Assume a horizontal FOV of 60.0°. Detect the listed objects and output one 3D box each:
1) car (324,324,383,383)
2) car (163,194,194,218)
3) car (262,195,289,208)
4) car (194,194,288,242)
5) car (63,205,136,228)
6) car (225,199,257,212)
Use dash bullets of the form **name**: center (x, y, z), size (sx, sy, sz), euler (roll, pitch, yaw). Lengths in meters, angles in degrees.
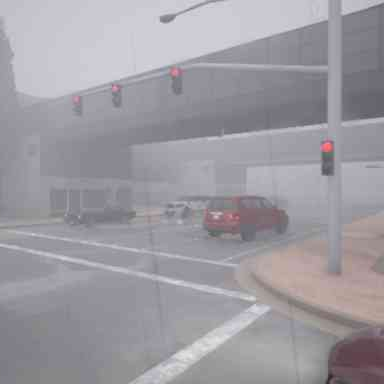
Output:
- **car**: center (3.208, 1.530, 1.850), size (4.674, 1.442, 1.812), euler (0, 0, 38)
- **car**: center (-0.227, 1.166, 30.111), size (2.150, 2.045, 5.566), euler (0, 0, 36)
- **car**: center (11.716, 1.292, 46.391), size (2.097, 1.767, 4.553), euler (0, 0, 37)
- **car**: center (2.818, 1.197, 16.736), size (2.150, 2.045, 5.566), euler (0, 0, 41)
- **car**: center (-6.062, 1.548, 22.112), size (1.895, 1.301, 4.718), euler (0, 0, 36)
- **car**: center (5.686, 1.506, 38.200), size (1.994, 1.385, 4.181), euler (0, 0, 36)
